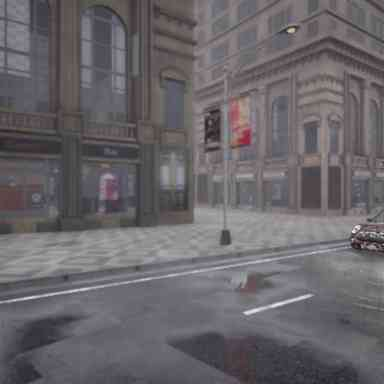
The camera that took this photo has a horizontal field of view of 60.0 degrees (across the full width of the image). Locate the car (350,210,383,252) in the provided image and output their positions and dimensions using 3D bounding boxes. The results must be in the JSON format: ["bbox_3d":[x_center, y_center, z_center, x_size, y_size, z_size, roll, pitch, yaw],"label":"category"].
[{"bbox_3d":[8.559,1.503,13.741,4.553,1.767,2.097,1,0,-35],"label":"car"}]
